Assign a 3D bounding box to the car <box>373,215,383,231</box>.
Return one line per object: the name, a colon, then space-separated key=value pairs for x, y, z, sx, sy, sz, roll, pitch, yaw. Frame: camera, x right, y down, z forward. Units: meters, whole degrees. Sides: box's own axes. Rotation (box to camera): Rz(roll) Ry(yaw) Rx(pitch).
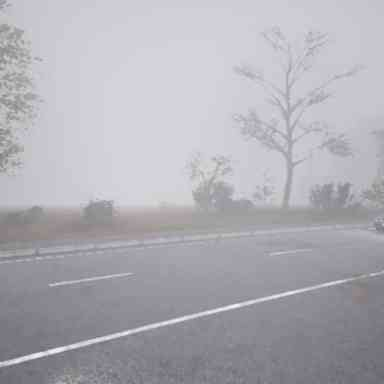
car: x=12.462 y=1.503 z=18.856 sx=4.674 sy=1.442 sz=1.812 roll=0 pitch=0 yaw=-25
